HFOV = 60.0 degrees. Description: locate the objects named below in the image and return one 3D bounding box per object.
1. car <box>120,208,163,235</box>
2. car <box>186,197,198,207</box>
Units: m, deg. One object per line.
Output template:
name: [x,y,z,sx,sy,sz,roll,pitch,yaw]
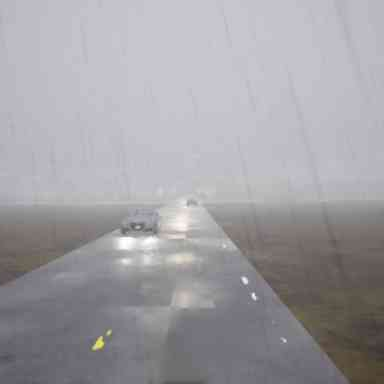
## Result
car: [-2.808,1.642,19.222,1.994,1.385,4.181,0,0,1]
car: [-0.034,1.632,54.755,1.837,1.490,4.892,0,0,0]
